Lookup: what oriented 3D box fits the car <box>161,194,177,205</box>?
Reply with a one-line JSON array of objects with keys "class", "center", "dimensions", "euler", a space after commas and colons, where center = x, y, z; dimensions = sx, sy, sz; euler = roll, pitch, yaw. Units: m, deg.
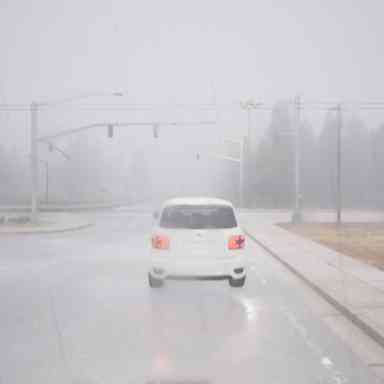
[{"class": "car", "center": [-3.577, 1.140, 51.980], "dimensions": [2.128, 1.511, 4.902], "euler": [0, 0, 0]}]

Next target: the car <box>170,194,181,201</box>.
[{"class": "car", "center": [-3.378, 1.096, 68.486], "dimensions": [1.994, 1.385, 4.181], "euler": [0, 0, 1]}]

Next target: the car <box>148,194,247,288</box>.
[{"class": "car", "center": [0.066, 1.155, 9.216], "dimensions": [2.150, 2.045, 5.566], "euler": [0, 1, -2]}]
